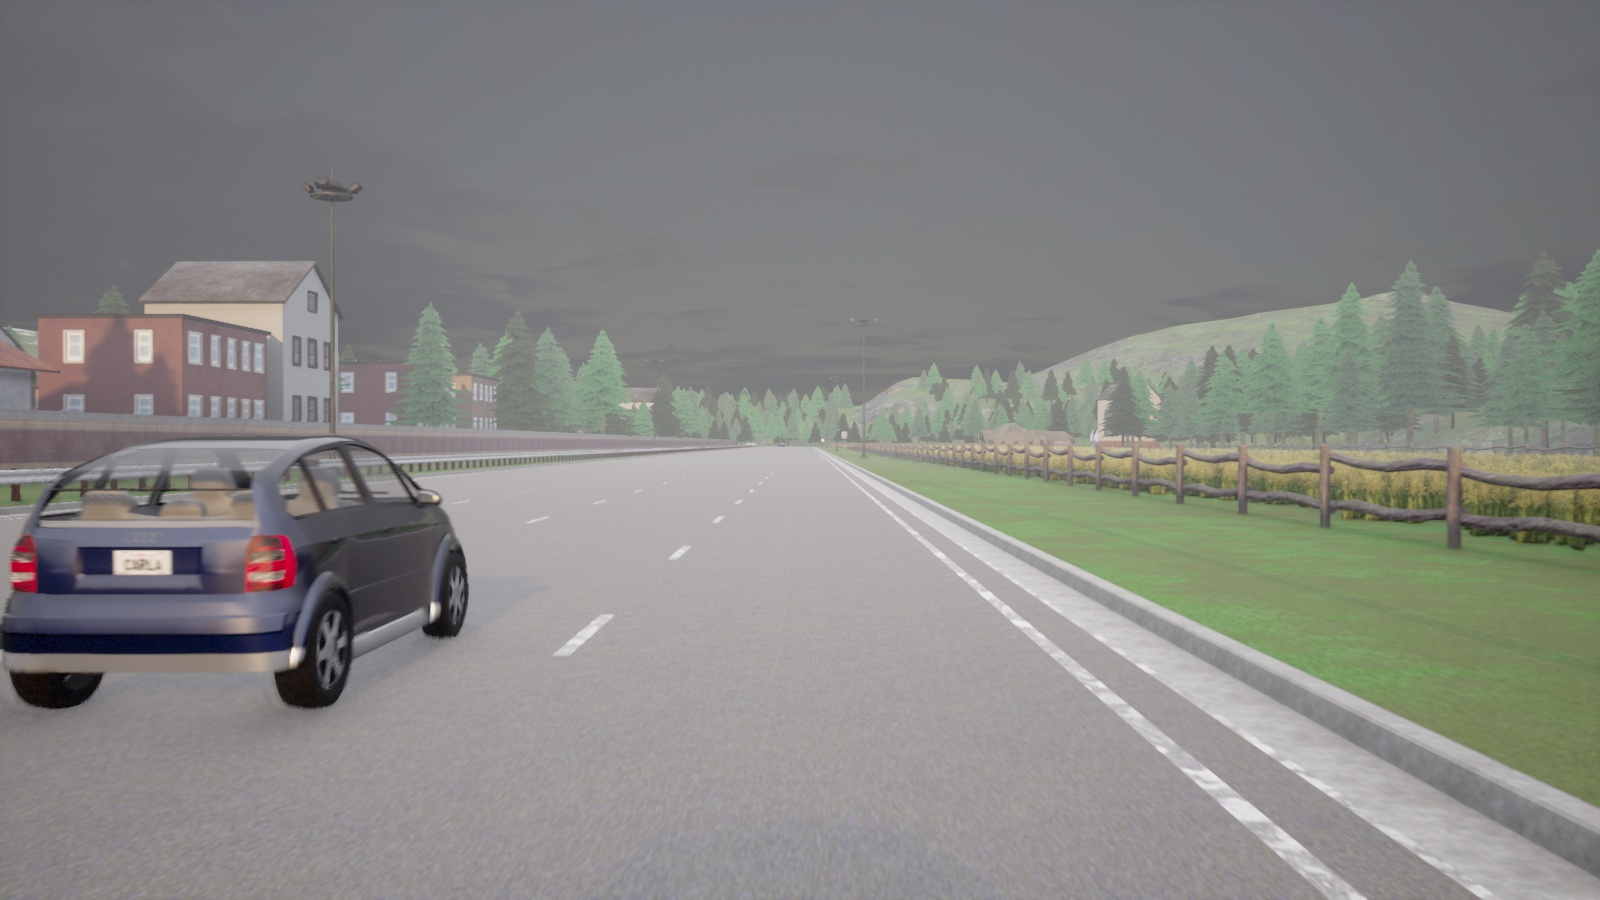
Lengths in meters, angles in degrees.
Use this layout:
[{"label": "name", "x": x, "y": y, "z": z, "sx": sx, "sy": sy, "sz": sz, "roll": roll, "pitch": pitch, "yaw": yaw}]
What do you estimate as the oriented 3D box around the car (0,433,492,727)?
[{"label": "car", "x": -3.436, "y": 0.674, "z": 8.475, "sx": 1.789, "sy": 1.549, "sz": 3.705, "roll": 0, "pitch": 0, "yaw": 0}]
